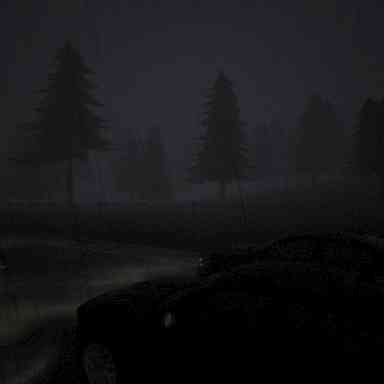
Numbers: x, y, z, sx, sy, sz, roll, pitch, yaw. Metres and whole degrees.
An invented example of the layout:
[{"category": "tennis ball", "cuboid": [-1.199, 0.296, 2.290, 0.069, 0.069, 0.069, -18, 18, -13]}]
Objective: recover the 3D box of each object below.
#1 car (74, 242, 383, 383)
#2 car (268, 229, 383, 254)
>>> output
[{"category": "car", "cuboid": [0.851, 1.479, 3.384, 5.008, 1.535, 1.882, 0, 0, 35]}, {"category": "car", "cuboid": [2.404, 1.480, 6.577, 5.008, 1.535, 1.882, 0, 0, 35]}]
